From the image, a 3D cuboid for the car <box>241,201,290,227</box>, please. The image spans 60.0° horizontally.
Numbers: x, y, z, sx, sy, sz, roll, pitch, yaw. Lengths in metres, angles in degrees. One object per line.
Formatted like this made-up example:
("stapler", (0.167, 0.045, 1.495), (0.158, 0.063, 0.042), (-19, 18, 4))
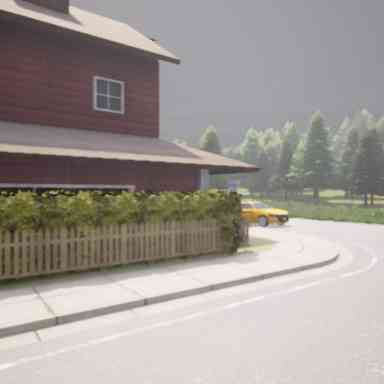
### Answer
("car", (4.097, 1.346, 21.960), (1.882, 1.535, 5.008), (0, 0, -35))
